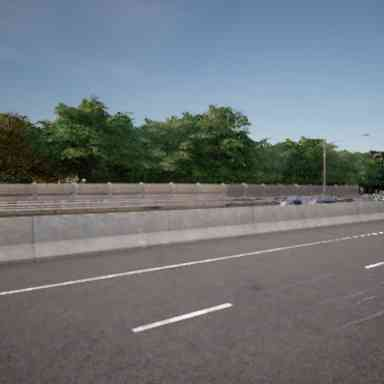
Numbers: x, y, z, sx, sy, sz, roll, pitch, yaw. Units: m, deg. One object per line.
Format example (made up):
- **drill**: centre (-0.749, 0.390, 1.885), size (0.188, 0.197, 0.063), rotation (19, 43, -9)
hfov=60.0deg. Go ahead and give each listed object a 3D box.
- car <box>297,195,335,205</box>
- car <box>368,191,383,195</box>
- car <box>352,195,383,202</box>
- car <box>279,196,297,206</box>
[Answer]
- **car**: centre (15.465, 1.111, 40.805), size (4.553, 1.767, 2.097), rotation (0, 0, -35)
- **car**: centre (26.119, 0.913, 44.053), size (5.566, 2.045, 2.150), rotation (0, 0, -35)
- **car**: centre (17.288, 1.341, 33.513), size (4.181, 1.385, 1.994), rotation (0, 0, -35)
- **car**: centre (13.493, 1.283, 43.696), size (4.674, 1.442, 1.812), rotation (0, 0, -35)
